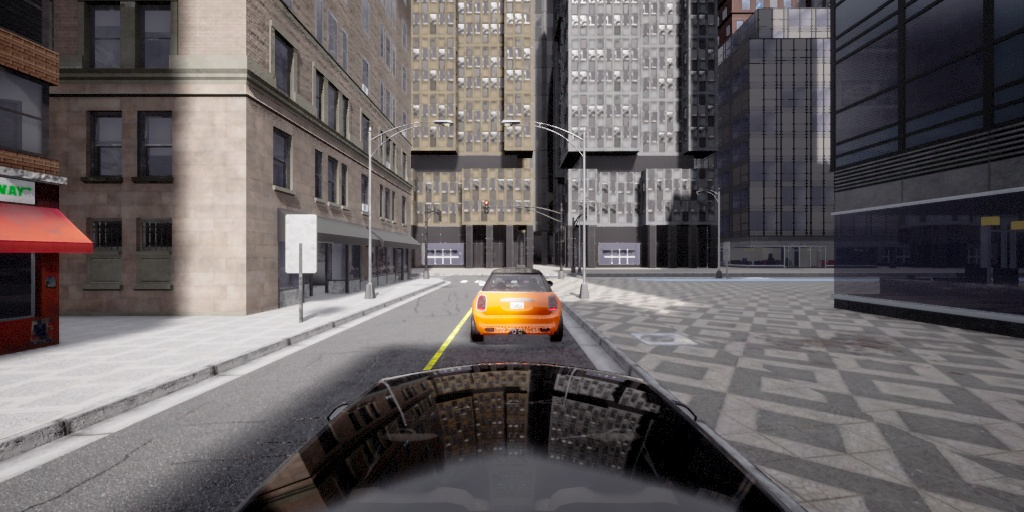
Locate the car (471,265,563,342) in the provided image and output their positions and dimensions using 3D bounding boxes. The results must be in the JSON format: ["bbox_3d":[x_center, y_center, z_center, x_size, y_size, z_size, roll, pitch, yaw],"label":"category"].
[{"bbox_3d":[0.104,1.102,9.967,2.097,1.767,4.553,0,0,0],"label":"car"}]
